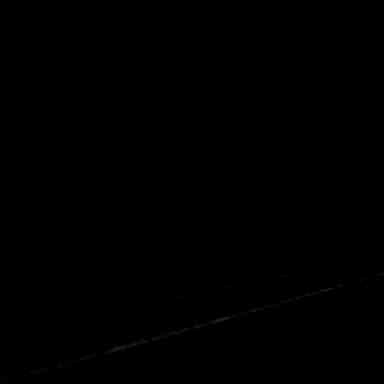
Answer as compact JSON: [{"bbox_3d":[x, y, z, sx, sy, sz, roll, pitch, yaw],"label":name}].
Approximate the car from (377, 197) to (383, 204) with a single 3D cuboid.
[{"bbox_3d":[42.460,1.698,72.262,1.837,1.490,4.892,-5,-2,-9],"label":"car"}]
